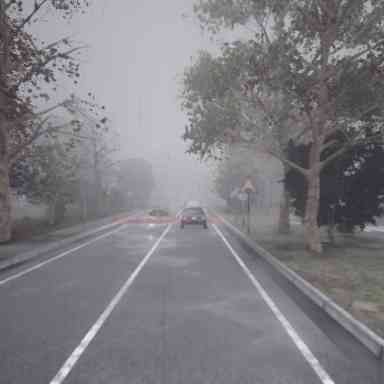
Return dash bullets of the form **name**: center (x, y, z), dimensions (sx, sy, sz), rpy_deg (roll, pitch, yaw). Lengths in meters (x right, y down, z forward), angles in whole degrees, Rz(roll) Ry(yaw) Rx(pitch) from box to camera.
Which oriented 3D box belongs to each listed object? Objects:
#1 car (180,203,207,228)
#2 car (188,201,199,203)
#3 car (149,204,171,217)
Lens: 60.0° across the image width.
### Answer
- **car**: center (0.113, 1.781, 24.062), dimensions (2.033, 1.411, 5.357), rpy_deg (0, -1, 0)
- **car**: center (0.184, 1.848, 42.238), dimensions (1.812, 1.442, 4.674), rpy_deg (0, 0, 1)
- **car**: center (-3.307, 1.915, 34.658), dimensions (1.895, 1.301, 4.718), rpy_deg (0, 0, 0)
